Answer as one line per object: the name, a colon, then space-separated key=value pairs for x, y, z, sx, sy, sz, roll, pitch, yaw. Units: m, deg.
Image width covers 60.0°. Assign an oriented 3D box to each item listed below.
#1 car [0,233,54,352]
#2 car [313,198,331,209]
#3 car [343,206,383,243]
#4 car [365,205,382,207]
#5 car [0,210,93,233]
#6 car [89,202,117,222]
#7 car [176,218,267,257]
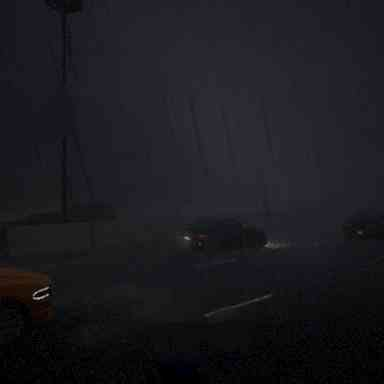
car: x=-4.620 y=1.610 z=4.659 sx=5.008 sy=1.535 sz=1.882 roll=0 pitch=-1 yaw=-38
car: x=20.697 y=1.962 z=51.381 sx=2.150 sy=2.045 sz=5.566 roll=-1 pitch=-2 yaw=36
car: x=9.454 y=1.700 z=16.881 sx=5.008 sy=1.535 sz=1.882 roll=0 pitch=-1 yaw=-43
car: x=15.737 y=1.875 z=28.357 sx=1.837 sy=1.490 sz=4.892 roll=-1 pitch=-1 yaw=42
car: x=-8.916 y=1.984 z=19.395 sx=5.357 sy=1.411 sz=2.033 roll=0 pitch=-1 yaw=-40
car: x=-8.276 y=1.745 z=24.586 sx=5.566 sy=2.045 sz=2.150 roll=0 pitch=-1 yaw=-41
car: x=1.335 y=1.813 z=14.188 sx=4.181 sy=1.385 sz=1.994 roll=0 pitch=-1 yaw=-41
